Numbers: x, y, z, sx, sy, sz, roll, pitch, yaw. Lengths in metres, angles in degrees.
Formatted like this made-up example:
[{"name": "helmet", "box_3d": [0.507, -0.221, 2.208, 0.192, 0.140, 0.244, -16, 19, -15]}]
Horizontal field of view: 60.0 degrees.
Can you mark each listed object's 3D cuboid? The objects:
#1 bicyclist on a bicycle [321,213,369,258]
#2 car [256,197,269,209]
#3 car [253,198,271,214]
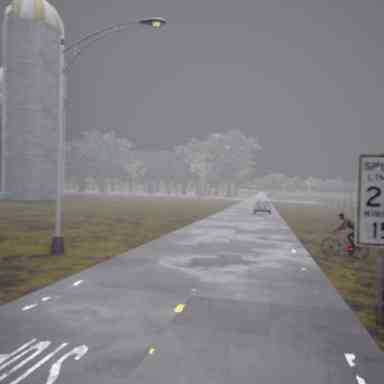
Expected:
[{"name": "bicyclist on a bicycle", "box_3d": [5.611, 1.593, 12.162, 1.656, 1.620, 0.582, 2, 1, 12]}, {"name": "car", "box_3d": [10.689, 1.610, 50.553, 1.882, 1.535, 5.008, 1, 0, 12]}, {"name": "car", "box_3d": [7.708, 1.654, 36.558, 2.033, 1.411, 5.357, 1, 0, 12]}]
